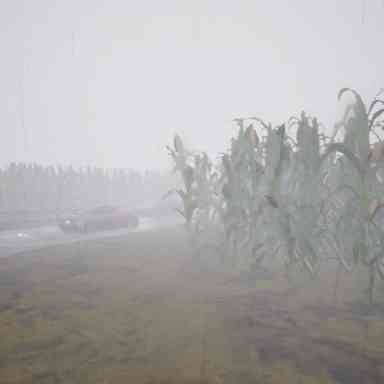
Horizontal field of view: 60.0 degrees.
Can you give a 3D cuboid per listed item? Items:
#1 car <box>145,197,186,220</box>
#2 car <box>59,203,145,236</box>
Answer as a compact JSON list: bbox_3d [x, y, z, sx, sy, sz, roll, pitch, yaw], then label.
[{"bbox_3d":[-2.501,1.208,25.844,1.882,1.535,5.008,0,1,36],"label":"car"},{"bbox_3d":[-4.834,1.403,17.678,1.994,1.385,4.181,0,1,36],"label":"car"}]
